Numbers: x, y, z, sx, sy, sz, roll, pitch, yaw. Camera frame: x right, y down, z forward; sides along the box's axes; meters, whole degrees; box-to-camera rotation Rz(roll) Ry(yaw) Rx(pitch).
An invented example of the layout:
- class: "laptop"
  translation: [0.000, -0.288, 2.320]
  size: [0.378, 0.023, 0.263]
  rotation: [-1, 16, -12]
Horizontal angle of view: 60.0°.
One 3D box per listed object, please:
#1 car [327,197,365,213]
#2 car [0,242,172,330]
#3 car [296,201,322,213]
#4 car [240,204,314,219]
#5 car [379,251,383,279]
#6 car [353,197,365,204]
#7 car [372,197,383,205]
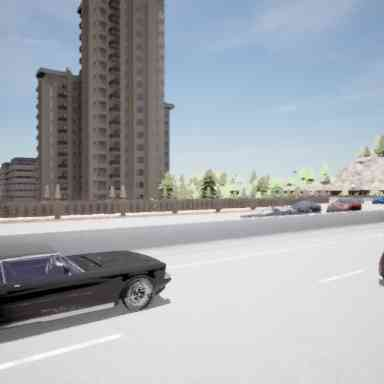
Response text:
- class: "car"
  translation: [15.401, 1.393, 33.479]
  size: [4.553, 1.767, 2.097]
  rotation: [0, 0, -44]
- class: "car"
  translation: [-2.756, 1.600, 6.079]
  size: [4.718, 1.301, 1.895]
  rotation: [0, 0, -36]
- class: "car"
  translation: [12.028, 1.602, 35.096]
  size: [4.181, 1.385, 1.994]
  rotation: [0, 0, -43]
- class: "car"
  translation: [5.128, 1.608, 20.587]
  size: [4.718, 1.301, 1.895]
  rotation: [0, 0, -36]
- class: "car"
  translation: [6.598, 1.567, 8.455]
  size: [4.181, 1.385, 1.994]
  rotation: [0, 0, -36]
- class: "car"
  translation: [34.515, 1.752, 68.851]
  size: [1.837, 1.490, 4.892]
  rotation: [0, 0, 21]
- class: "car"
  translation: [37.427, 1.721, 66.586]
  size: [1.882, 1.535, 5.008]
  rotation: [0, 0, 21]
